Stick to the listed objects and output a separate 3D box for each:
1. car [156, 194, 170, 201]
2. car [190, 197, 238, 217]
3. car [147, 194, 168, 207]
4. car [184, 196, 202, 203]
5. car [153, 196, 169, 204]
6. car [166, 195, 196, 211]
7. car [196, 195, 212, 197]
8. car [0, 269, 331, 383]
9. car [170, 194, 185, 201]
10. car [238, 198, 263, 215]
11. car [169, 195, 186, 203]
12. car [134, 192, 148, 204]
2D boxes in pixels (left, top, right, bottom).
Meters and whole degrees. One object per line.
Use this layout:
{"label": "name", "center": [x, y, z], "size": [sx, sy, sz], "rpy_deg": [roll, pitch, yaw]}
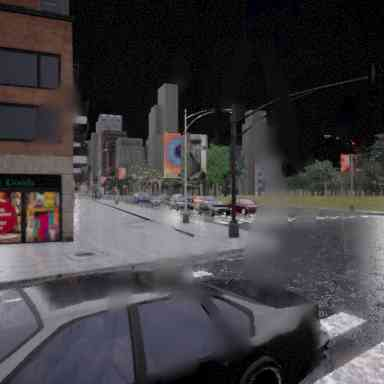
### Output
{"label": "car", "center": [-6.315, 1.187, 72.218], "size": [1.837, 1.490, 4.892], "rpy_deg": [0, 0, -20]}
{"label": "car", "center": [1.905, 1.449, 31.066], "size": [2.033, 1.411, 5.357], "rpy_deg": [0, 0, -20]}
{"label": "car", "center": [-4.763, 1.421, 49.060], "size": [1.994, 1.385, 4.181], "rpy_deg": [0, 0, -21]}
{"label": "car", "center": [0.186, 1.392, 64.035], "size": [1.895, 1.301, 4.718], "rpy_deg": [0, 0, -20]}
{"label": "car", "center": [-5.751, 1.383, 61.215], "size": [1.994, 1.385, 4.181], "rpy_deg": [0, 0, -20]}
{"label": "car", "center": [-1.300, 1.444, 39.703], "size": [1.994, 1.385, 4.181], "rpy_deg": [0, 0, -20]}
{"label": "car", "center": [1.803, 1.219, 40.689], "size": [2.097, 1.767, 4.553], "rpy_deg": [0, 0, -20]}
{"label": "car", "center": [-0.938, 1.547, 3.033], "size": [5.357, 1.411, 2.033], "rpy_deg": [0, 0, -36]}
{"label": "car", "center": [-3.268, 1.151, 73.348], "size": [1.882, 1.535, 5.008], "rpy_deg": [0, 0, -20]}
{"label": "car", "center": [4.977, 1.366, 32.207], "size": [1.882, 1.535, 5.008], "rpy_deg": [0, 0, -21]}
{"label": "car", "center": [-2.851, 1.330, 62.878], "size": [1.812, 1.442, 4.674], "rpy_deg": [0, 0, -20]}
{"label": "car", "center": [-9.250, 1.052, 61.336], "size": [2.150, 2.045, 5.566], "rpy_deg": [0, 0, -20]}
